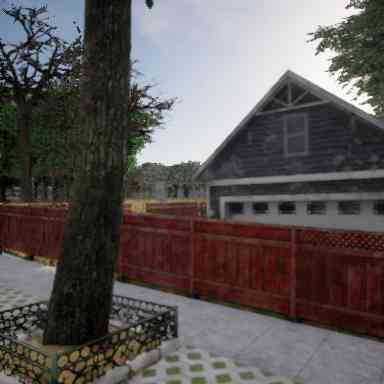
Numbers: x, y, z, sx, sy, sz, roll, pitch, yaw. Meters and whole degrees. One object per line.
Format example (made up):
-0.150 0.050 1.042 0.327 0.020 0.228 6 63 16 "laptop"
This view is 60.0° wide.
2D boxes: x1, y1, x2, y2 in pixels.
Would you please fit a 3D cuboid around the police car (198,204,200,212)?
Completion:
1.959 1.979 43.939 2.038 1.542 4.974 -2 -2 34 "police car"
